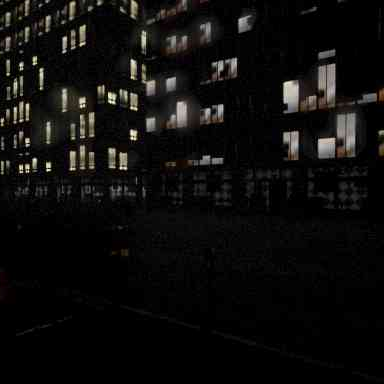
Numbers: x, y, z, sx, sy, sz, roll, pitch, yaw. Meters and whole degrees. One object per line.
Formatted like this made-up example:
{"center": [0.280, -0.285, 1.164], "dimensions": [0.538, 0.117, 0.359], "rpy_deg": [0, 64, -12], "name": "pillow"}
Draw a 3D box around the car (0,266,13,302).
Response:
{"center": [-5.544, 1.526, 6.834], "dimensions": [4.829, 1.417, 1.752], "rpy_deg": [0, 0, 36], "name": "car"}
